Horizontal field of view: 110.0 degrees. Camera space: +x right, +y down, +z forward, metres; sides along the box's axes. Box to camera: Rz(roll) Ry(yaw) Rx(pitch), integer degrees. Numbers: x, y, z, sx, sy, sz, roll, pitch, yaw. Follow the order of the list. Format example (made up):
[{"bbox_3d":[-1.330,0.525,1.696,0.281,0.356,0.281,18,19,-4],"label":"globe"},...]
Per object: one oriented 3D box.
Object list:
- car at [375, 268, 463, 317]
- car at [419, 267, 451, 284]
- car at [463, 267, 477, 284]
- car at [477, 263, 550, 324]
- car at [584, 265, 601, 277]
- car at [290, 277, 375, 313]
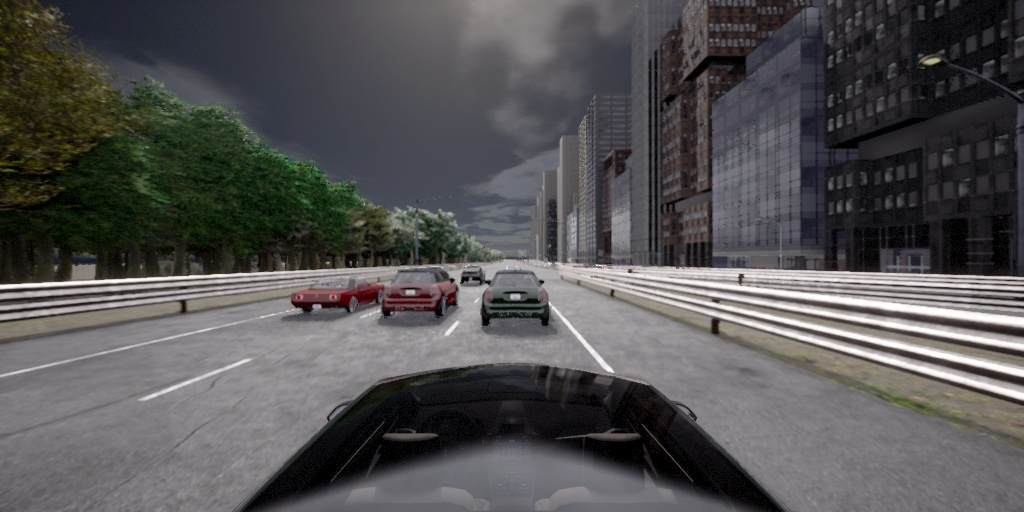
[{"bbox_3d":[-3.401,1.272,14.137,2.097,1.767,4.553,0,-1,0],"label":"car"},{"bbox_3d":[-6.900,1.743,32.436,1.994,1.385,4.181,0,-1,0],"label":"car"},{"bbox_3d":[-3.401,1.677,31.937,1.837,1.490,4.892,0,-1,0],"label":"car"},{"bbox_3d":[0.100,1.253,12.707,2.097,1.767,4.553,0,-1,0],"label":"car"},{"bbox_3d":[10.075,1.944,46.338,1.837,1.490,4.892,0,-1,-13],"label":"car"},{"bbox_3d":[-6.907,1.532,14.932,1.895,1.301,4.718,0,-1,0],"label":"car"}]
